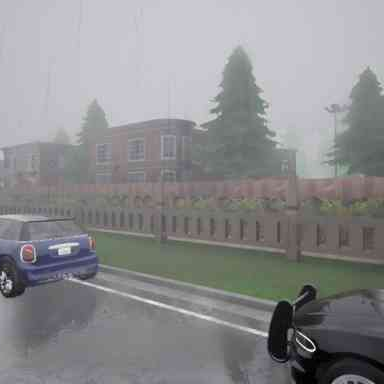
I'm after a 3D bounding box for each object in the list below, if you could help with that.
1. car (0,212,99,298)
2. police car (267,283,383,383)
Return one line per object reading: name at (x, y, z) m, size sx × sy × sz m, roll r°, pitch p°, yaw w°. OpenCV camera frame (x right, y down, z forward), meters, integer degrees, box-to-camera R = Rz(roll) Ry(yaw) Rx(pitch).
car at (-4.543, 1.351, 8.792) m, size 4.553 × 1.767 × 2.097 m, roll 0°, pitch 0°, yaw 38°
police car at (3.233, 1.425, 2.730) m, size 5.238 × 1.638 × 1.930 m, roll 0°, pitch 0°, yaw 38°
